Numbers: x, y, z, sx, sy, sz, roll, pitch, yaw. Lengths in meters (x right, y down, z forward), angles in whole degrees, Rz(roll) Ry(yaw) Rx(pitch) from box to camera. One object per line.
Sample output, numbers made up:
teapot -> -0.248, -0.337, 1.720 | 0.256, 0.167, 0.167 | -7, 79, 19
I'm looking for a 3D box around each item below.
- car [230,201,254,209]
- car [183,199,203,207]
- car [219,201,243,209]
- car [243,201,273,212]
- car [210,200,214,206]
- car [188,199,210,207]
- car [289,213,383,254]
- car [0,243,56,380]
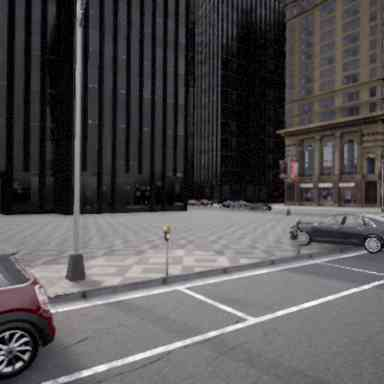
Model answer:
car -> 9.506, 2.418, 63.590 | 1.837, 1.490, 4.892 | 1, -1, -35
car -> 0.235, 2.344, 70.978 | 1.812, 1.442, 4.674 | 1, -1, -35
car -> 6.984, 2.364, 61.523 | 2.128, 1.511, 4.902 | 1, -1, -35
car -> 10.337, 2.279, 50.953 | 1.994, 1.385, 4.181 | 1, -1, -35
car -> 2.886, 2.359, 72.858 | 1.837, 1.490, 4.892 | 1, -1, -35
car -> 0.958, 2.163, 64.342 | 1.994, 1.385, 4.181 | 1, -1, -35
car -> 6.006, 1.496, 13.064 | 2.008, 1.369, 4.403 | 0, -1, -45
car -> -3.897, 1.430, 3.866 | 4.097, 1.590, 1.967 | 1, 0, -36
